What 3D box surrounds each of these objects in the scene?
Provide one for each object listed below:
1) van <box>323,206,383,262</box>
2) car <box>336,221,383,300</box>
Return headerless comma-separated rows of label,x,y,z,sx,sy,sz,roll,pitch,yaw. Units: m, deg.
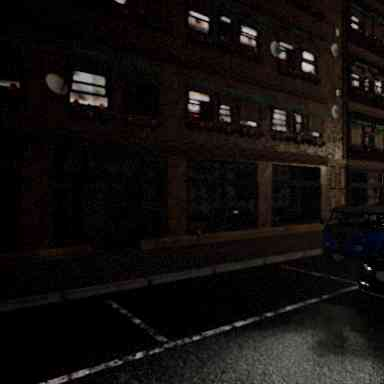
van,5.916,1.348,10.785,3.998,1.788,1.690,0,0,-36
car,5.614,1.498,7.368,4.902,1.511,2.128,0,0,-35
